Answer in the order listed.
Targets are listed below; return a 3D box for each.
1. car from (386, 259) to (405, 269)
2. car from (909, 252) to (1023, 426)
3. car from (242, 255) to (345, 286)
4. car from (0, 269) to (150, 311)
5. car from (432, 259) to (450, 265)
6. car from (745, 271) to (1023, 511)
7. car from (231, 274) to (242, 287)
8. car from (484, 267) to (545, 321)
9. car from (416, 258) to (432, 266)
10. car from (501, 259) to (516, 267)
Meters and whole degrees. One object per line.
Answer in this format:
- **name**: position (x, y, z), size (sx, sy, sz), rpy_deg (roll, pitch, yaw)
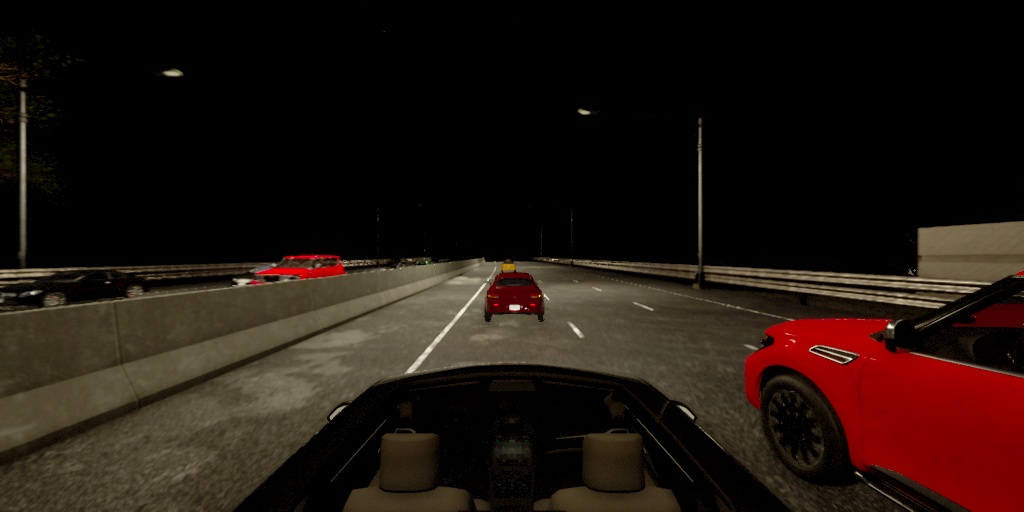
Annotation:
- **car**: position (-18.443, 1.229, 56.790), size (1.837, 1.490, 4.892), rpy_deg (0, 0, -1)
- **car**: position (7.095, 0.970, 2.649), size (2.150, 2.045, 5.566), rpy_deg (0, 0, 0)
- **car**: position (-10.695, 0.970, 18.542), size (2.150, 2.045, 5.566), rpy_deg (0, 0, -1)
- **car**: position (-17.663, 1.277, 14.674), size (1.812, 1.442, 4.674), rpy_deg (0, 0, 0)
- **car**: position (-11.522, 1.198, 59.789), size (1.882, 1.535, 5.008), rpy_deg (0, 0, -1)
- **car**: position (3.596, 0.971, 1.490), size (2.150, 2.045, 5.566), rpy_deg (0, 0, 0)
- **car**: position (-14.222, 1.241, 21.335), size (2.128, 1.511, 4.902), rpy_deg (0, 0, -1)
- **car**: position (0.069, 1.274, 12.344), size (1.812, 1.442, 4.674), rpy_deg (0, 0, 0)
- **car**: position (-15.085, 1.072, 62.057), size (2.097, 1.767, 4.553), rpy_deg (0, 0, -1)
- **car**: position (-0.430, 1.190, 44.181), size (1.801, 1.575, 5.366), rpy_deg (0, 0, -1)
